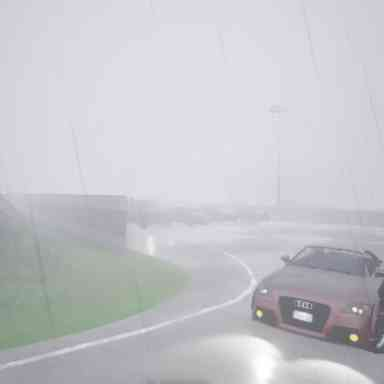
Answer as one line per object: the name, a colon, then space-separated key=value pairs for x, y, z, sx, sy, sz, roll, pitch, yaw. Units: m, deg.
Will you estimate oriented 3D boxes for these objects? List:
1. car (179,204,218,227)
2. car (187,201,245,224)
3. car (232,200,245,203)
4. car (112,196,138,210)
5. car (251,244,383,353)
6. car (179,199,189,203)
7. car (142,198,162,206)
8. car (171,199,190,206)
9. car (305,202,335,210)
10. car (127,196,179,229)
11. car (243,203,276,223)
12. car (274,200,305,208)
car: x=-0.374 y=1.870 z=26.355 sx=1.837 sy=1.490 sz=4.892 roll=1 pitch=0 yaw=-35
car: x=1.954 y=1.883 z=29.126 sx=1.882 sy=1.535 sz=5.008 roll=1 pitch=0 yaw=-35
car: x=8.391 y=2.251 z=62.786 sx=1.994 sy=1.385 sz=4.181 roll=1 pitch=0 yaw=-35
car: x=-10.790 y=1.672 z=53.331 sx=2.150 sy=2.045 sz=5.566 roll=1 pitch=-1 yaw=-35
car: x=2.857 y=1.793 z=6.714 sx=1.994 sy=1.385 sz=4.181 roll=2 pitch=-1 yaw=36
car: x=-1.919 y=2.074 z=59.181 sx=1.837 sy=1.490 sz=4.892 roll=1 pitch=0 yaw=-35
car: x=-8.224 y=2.073 z=67.926 sx=1.837 sy=1.490 sz=4.892 roll=1 pitch=0 yaw=-35
car: x=-2.492 y=2.172 z=71.957 sx=1.812 sy=1.442 sz=4.674 roll=1 pitch=0 yaw=-35
car: x=18.473 y=2.211 z=48.539 sx=1.812 sy=1.442 sz=4.674 roll=1 pitch=-1 yaw=-35
car: x=-3.573 y=1.548 z=24.823 sx=2.150 sy=2.045 sz=5.566 roll=1 pitch=0 yaw=-35
car: x=5.193 y=2.009 z=30.605 sx=1.994 sy=1.385 sz=4.181 roll=1 pitch=0 yaw=-35
car: x=13.751 y=1.997 z=49.156 sx=2.097 sy=1.767 sz=4.553 roll=1 pitch=-1 yaw=-35
